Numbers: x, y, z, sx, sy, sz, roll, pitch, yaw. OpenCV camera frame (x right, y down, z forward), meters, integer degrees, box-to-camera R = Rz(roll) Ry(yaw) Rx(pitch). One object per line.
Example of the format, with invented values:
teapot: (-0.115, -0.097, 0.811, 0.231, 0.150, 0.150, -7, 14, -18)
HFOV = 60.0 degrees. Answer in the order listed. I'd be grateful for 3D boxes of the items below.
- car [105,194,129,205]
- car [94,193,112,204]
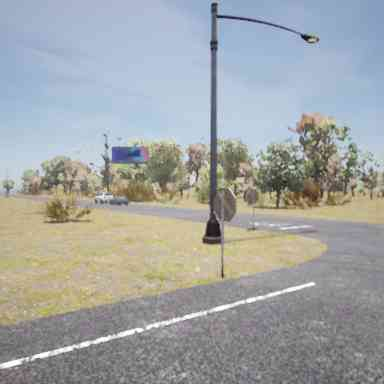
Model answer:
car: (-12.113, 1.448, 55.163, 2.033, 1.411, 5.357, 0, 0, -33)
car: (-16.128, 1.109, 61.097, 2.150, 2.045, 5.566, 0, 0, -34)
